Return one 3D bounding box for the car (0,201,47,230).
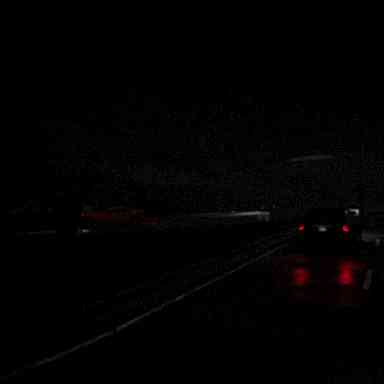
[{"bbox_3d":[-14.272,1.767,25.401,5.566,2.045,2.150,-1,-1,-30],"label":"car"}]

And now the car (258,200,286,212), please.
[{"bbox_3d":[10.636,1.795,44.181,2.128,1.511,4.902,-2,-1,44],"label":"car"}]

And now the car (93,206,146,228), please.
[{"bbox_3d":[-6.134,1.885,26.158,5.008,1.535,1.882,-1,-1,-31],"label":"car"}]

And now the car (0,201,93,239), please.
[{"bbox_3d":[-9.266,1.621,20.202,5.566,2.045,2.150,0,-1,-31],"label":"car"}]

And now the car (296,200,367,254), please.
[{"bbox_3d":[5.960,1.409,14.176,2.097,1.767,4.553,-1,-1,31],"label":"car"}]

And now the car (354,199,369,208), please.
[{"bbox_3d":[23.625,1.708,47.545,1.895,1.301,4.718,-2,-1,44],"label":"car"}]
